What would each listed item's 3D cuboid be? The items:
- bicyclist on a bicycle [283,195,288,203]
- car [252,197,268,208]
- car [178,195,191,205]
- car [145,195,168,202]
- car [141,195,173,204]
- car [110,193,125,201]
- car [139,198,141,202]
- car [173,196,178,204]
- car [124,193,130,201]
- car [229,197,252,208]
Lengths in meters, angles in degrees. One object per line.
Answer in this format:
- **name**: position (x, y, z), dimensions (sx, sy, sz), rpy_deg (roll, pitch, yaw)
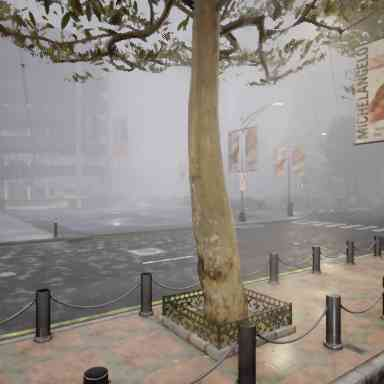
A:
- **bicyclist on a bicycle**: position (17.566, 1.300, 62.343), dimensions (1.656, 1.620, 0.582), rpy_deg (0, 0, -36)
- **car**: position (8.967, 1.478, 49.519), dimensions (1.882, 1.535, 5.008), rpy_deg (0, 0, -37)
- **car**: position (0.177, 1.352, 55.536), dimensions (2.097, 1.767, 4.553), rpy_deg (0, 0, -38)
- **car**: position (-8.332, 1.525, 77.517), dimensions (4.902, 1.511, 2.128), rpy_deg (0, 0, 26)
- **car**: position (-6.645, 1.547, 63.391), dimensions (5.357, 1.411, 2.033), rpy_deg (0, 0, 41)
- **car**: position (-18.821, 1.545, 77.841), dimensions (4.718, 1.301, 1.895), rpy_deg (0, 0, 11)
- **car**: position (-9.545, 1.524, 74.216), dimensions (4.674, 1.442, 1.812), rpy_deg (0, 0, 26)
- **car**: position (-3.234, 1.491, 64.982), dimensions (4.902, 1.511, 2.128), rpy_deg (0, 0, 44)
- **car**: position (-17.888, 1.165, 81.215), dimensions (5.566, 2.045, 2.150), rpy_deg (0, 0, 11)
- **car**: position (5.660, 1.547, 48.129), dimensions (2.033, 1.411, 5.357), rpy_deg (0, 0, -36)
